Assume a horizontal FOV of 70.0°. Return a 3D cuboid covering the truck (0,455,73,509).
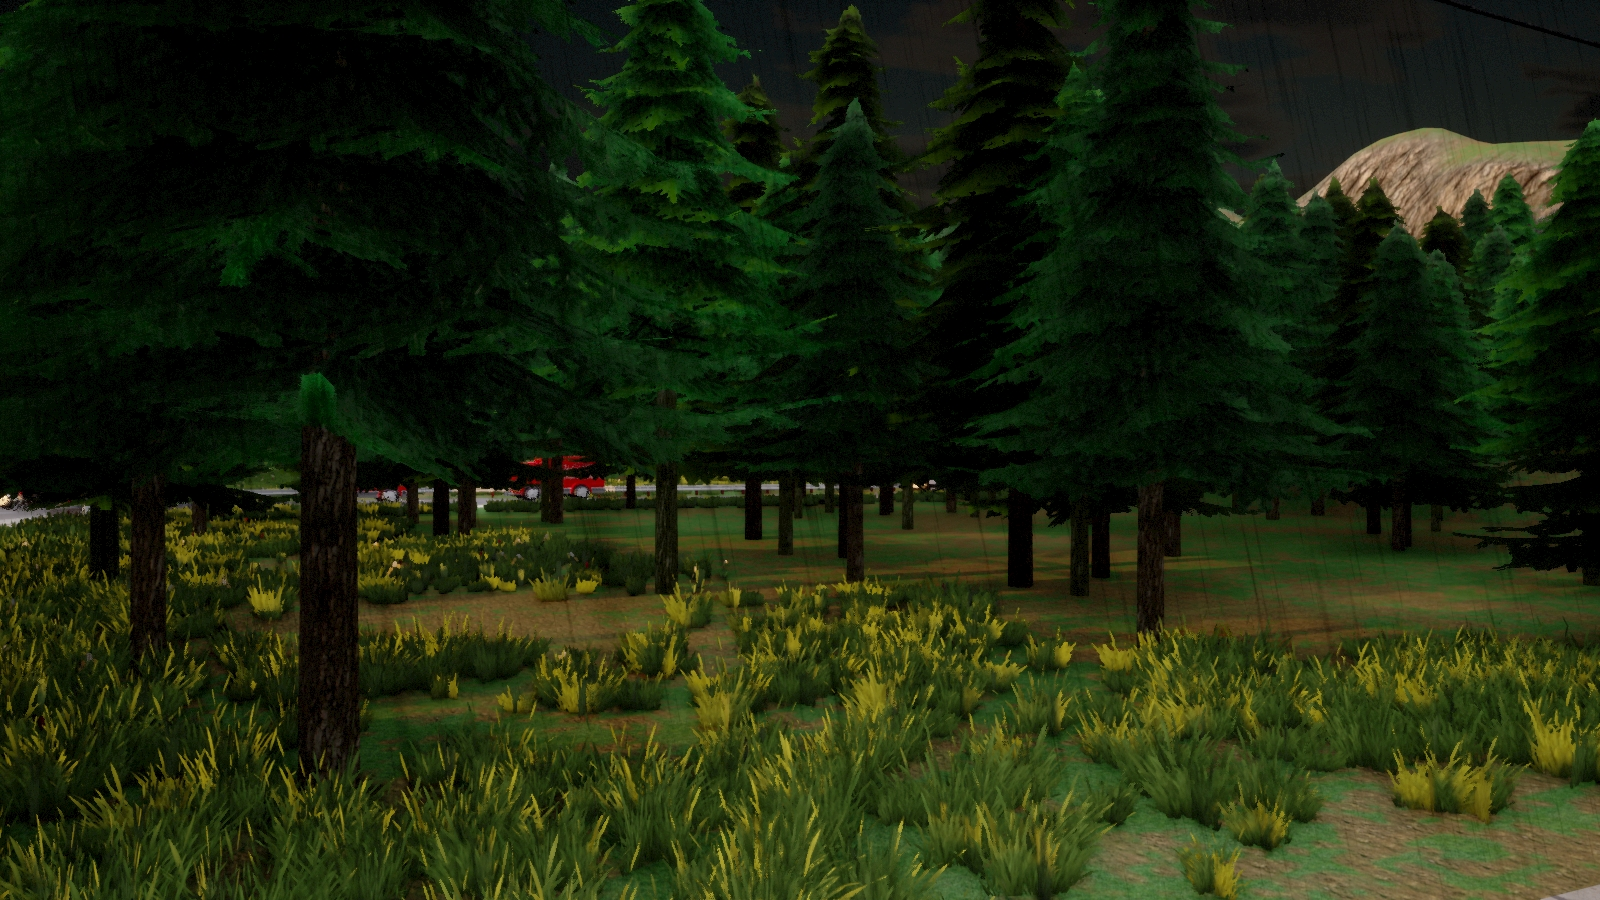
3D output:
[{"bbox_3d":[-38.934,1.551,55.844,5.204,2.467,2.627,0,1,9],"label":"truck"}]
